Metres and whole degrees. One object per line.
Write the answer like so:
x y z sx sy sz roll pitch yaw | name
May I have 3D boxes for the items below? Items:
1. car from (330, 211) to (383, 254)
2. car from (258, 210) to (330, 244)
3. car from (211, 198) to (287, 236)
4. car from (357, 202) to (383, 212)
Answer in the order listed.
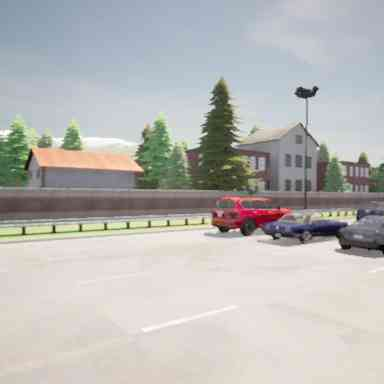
7.998 1.696 13.880 4.181 1.385 1.994 1 0 -35 | car
5.779 1.730 16.597 4.718 1.301 1.895 1 0 -35 | car
3.674 1.345 19.395 5.566 2.045 2.150 0 0 -35 | car
15.936 1.616 28.149 4.553 1.767 2.097 1 -1 -35 | car
